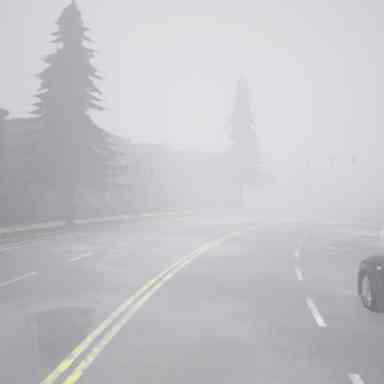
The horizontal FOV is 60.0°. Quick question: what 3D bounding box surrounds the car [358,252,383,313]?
[{"bbox_3d":[4.174,1.385,4.809,2.097,1.767,4.553,1,0,7],"label":"car"}]
